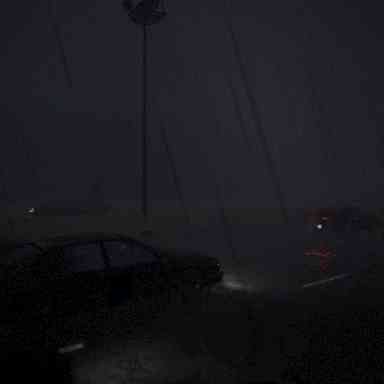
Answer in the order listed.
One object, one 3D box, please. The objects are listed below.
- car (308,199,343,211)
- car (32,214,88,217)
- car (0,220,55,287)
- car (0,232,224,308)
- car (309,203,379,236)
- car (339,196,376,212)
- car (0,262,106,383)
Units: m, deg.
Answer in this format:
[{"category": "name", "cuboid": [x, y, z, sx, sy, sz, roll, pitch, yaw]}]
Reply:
[{"category": "car", "cuboid": [16.819, 1.622, 41.843, 4.718, 1.301, 1.895, 0, 0, -35]}, {"category": "car", "cuboid": [-10.777, 1.356, 26.410, 4.553, 1.767, 2.097, 0, 0, -36]}, {"category": "car", "cuboid": [-5.816, 1.564, 8.195, 4.181, 1.385, 1.994, 0, 0, -36]}, {"category": "car", "cuboid": [-1.895, 1.549, 6.699, 5.357, 1.411, 2.033, 0, 0, -36]}, {"category": "car", "cuboid": [8.504, 1.515, 18.441, 4.892, 1.490, 1.837, 0, 0, -36]}, {"category": "car", "cuboid": [19.752, 1.373, 39.633, 4.553, 1.767, 2.097, 0, 0, -35]}, {"category": "car", "cuboid": [-2.999, 1.525, 1.604, 4.674, 1.442, 1.812, 0, 0, -36]}]
